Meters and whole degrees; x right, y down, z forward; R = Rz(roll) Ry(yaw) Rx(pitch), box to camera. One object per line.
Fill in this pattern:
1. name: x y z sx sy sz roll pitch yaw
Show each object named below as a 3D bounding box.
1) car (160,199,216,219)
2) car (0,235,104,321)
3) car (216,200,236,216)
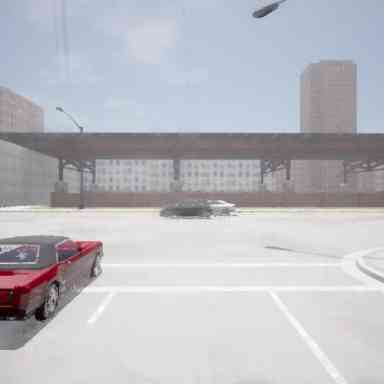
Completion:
1. car: -0.459 1.346 28.538 4.553 1.767 2.097 0 0 1
2. car: -3.388 1.599 7.234 1.895 1.301 4.718 0 0 0
3. car: 1.915 1.519 31.999 4.674 1.442 1.812 0 0 0
